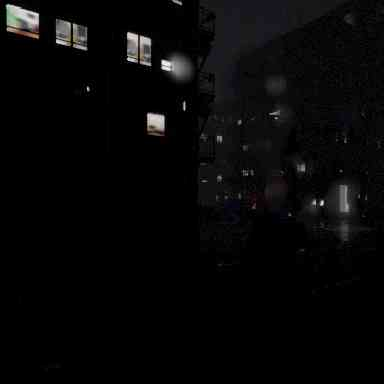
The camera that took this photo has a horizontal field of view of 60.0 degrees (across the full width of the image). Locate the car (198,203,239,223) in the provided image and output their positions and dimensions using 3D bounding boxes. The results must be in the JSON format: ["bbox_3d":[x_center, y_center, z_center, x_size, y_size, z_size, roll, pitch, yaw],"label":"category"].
[{"bbox_3d":[1.699,1.874,28.653,1.802,1.307,4.206,-1,0,-36],"label":"car"}]

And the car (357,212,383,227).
[{"bbox_3d":[14.003,1.713,22.866,4.718,1.301,1.895,-1,0,16],"label":"car"}]

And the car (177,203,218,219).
[{"bbox_3d":[0.483,1.881,34.646,1.812,1.442,4.674,0,-1,-37],"label":"car"}]

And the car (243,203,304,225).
[{"bbox_3d":[6.486,1.824,26.511,1.895,1.301,4.718,0,-1,-37],"label":"car"}]

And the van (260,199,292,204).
[{"bbox_3d":[8.424,1.602,33.589,1.690,1.788,3.998,-1,0,-36],"label":"van"}]

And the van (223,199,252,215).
[{"bbox_3d":[5.096,1.676,38.095,1.690,1.788,3.998,-1,0,-36],"label":"van"}]
